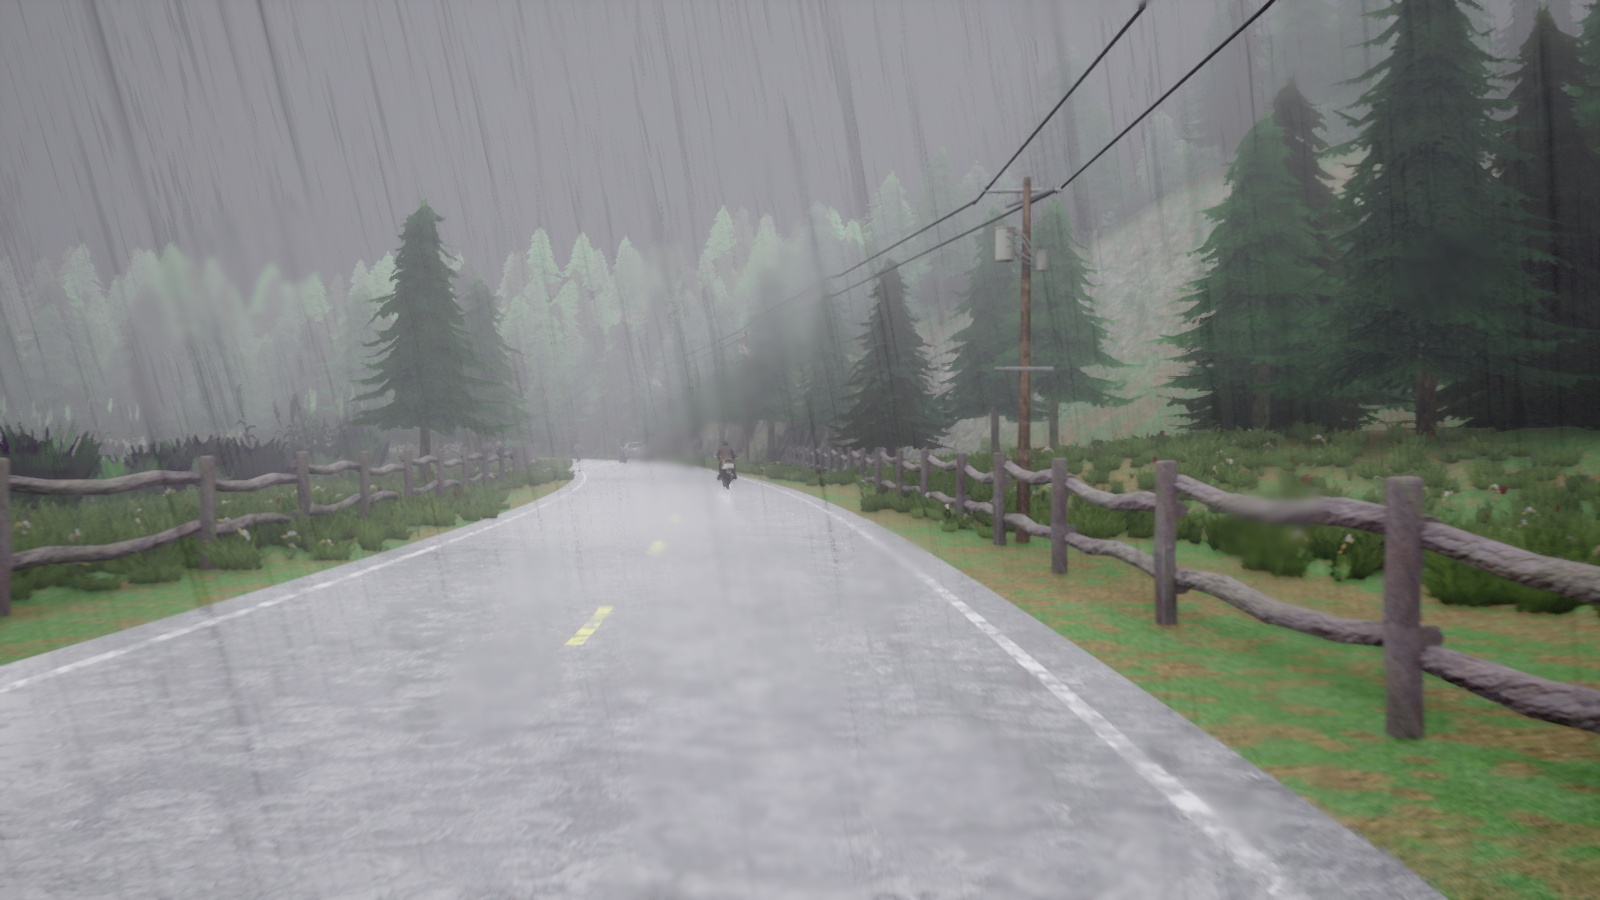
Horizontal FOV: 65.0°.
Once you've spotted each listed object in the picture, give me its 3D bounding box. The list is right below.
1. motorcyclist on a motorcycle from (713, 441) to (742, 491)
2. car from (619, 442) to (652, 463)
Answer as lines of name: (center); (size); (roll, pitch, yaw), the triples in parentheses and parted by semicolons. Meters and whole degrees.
motorcyclist on a motorcycle: (-2.319, 0.487, 39.783); (0.797, 1.523, 2.044); (0, 0, -7)
car: (-11.706, 0.165, 89.307); (1.970, 1.475, 3.806); (0, 0, -13)
